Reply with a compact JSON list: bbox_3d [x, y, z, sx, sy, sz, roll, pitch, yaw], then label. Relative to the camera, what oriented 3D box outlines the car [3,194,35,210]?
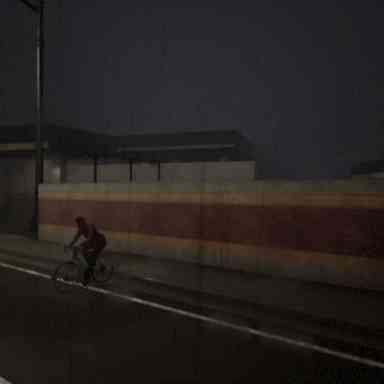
[{"bbox_3d":[-18.619,1.086,37.480,2.242,1.667,4.611,0,0,36],"label":"car"}]

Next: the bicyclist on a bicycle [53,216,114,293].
[{"bbox_3d":[-2.406,1.374,7.562,0.582,1.620,1.656,0,0,35],"label":"bicyclist on a bicycle"}]
